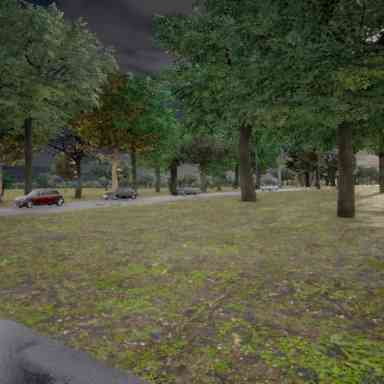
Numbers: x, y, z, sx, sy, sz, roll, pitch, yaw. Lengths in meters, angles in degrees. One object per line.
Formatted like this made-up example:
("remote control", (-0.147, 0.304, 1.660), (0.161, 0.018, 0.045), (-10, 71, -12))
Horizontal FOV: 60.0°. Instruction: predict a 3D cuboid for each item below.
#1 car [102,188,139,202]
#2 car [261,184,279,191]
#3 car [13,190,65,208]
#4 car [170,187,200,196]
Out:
("car", (-8.712, 0.326, 40.625), (2.128, 1.511, 4.902), (-1, 2, 38))
("car", (15.494, -0.862, 66.006), (1.895, 1.301, 4.718), (-1, 2, 37))
("car", (-14.963, 0.590, 32.512), (2.097, 1.767, 4.553), (-1, 2, 38))
("car", (-1.009, -0.100, 50.610), (2.033, 1.411, 5.357), (-1, 2, 38))
